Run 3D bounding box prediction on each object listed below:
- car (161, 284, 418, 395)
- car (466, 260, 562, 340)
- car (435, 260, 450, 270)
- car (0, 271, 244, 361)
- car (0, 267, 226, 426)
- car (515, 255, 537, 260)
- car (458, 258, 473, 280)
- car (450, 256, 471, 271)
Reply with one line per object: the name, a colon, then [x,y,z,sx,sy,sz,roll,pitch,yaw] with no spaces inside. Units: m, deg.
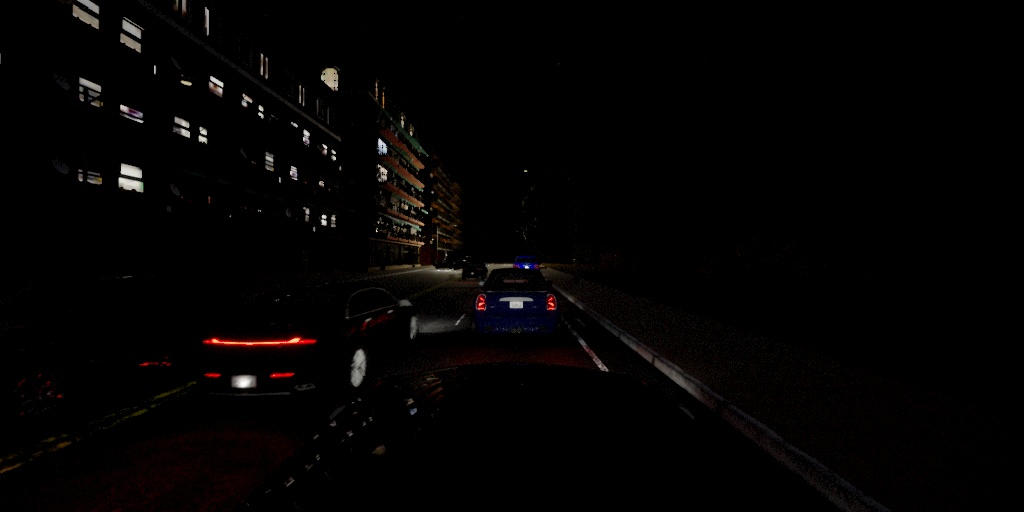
car: [-3.150,1.253,6.638,1.837,1.490,4.892,0,-1,0]
car: [0.100,1.103,10.083,2.097,1.767,4.553,0,0,0]
car: [-9.832,1.313,52.245,1.994,1.385,4.181,0,0,0]
car: [-9.849,1.242,9.290,2.128,1.511,4.902,0,0,0]
car: [-6.601,1.102,5.662,2.097,1.767,4.553,0,0,0]
car: [1.145,0.976,30.037,2.150,2.045,5.566,0,0,0]
car: [-3.143,1.229,31.075,1.882,1.535,5.008,0,0,0]
car: [-6.586,0.970,48.864,2.150,2.045,5.566,0,0,0]
